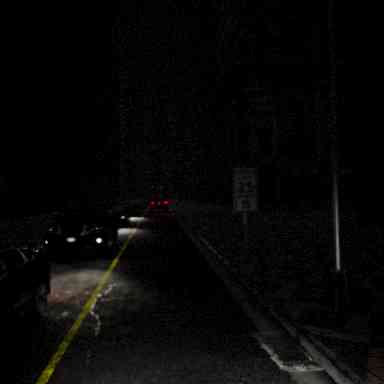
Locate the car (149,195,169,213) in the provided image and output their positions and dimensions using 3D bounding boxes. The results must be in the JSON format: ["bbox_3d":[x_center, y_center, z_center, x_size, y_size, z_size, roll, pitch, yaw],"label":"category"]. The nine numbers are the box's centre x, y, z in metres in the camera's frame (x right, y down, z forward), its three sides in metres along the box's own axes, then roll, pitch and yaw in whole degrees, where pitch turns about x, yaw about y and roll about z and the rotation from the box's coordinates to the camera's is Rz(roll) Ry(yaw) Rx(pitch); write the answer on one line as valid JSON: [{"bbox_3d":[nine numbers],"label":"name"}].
[{"bbox_3d":[-4.057,1.427,40.768,2.150,2.045,5.566,-1,0,-6],"label":"car"}]

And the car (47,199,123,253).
[{"bbox_3d":[-4.522,1.340,14.435,2.150,2.045,5.566,-1,0,-6],"label":"car"}]

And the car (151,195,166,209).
[{"bbox_3d":[-5.173,1.490,51.361,2.150,2.045,5.566,-1,0,-5],"label":"car"}]

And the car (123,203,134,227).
[{"bbox_3d":[-5.545,1.695,24.347,1.812,1.442,4.674,-1,0,-6],"label":"car"}]

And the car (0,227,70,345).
[{"bbox_3d":[-3.493,1.564,4.632,2.128,1.511,4.902,-1,0,-6],"label":"car"}]

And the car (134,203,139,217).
[{"bbox_3d":[-6.549,1.788,34.323,1.994,1.385,4.181,-1,0,-6],"label":"car"}]
